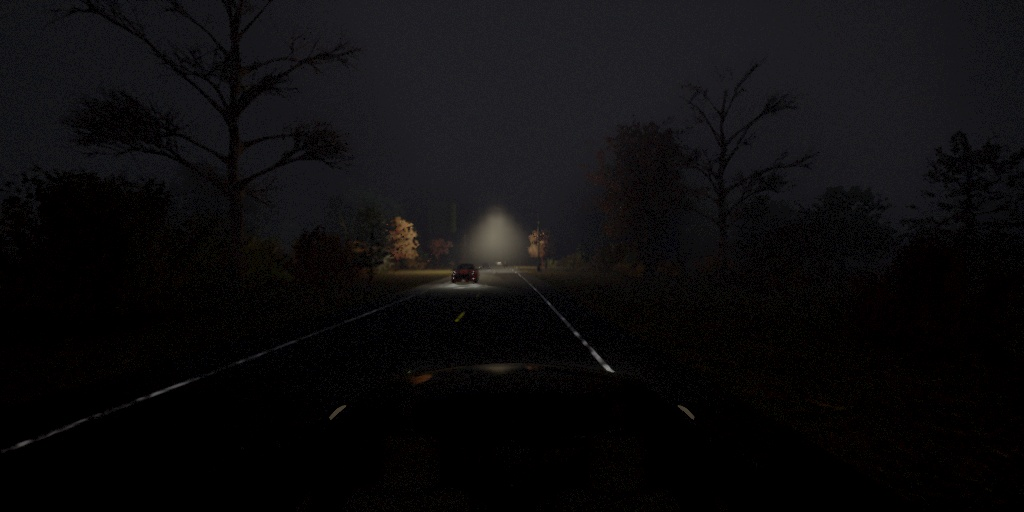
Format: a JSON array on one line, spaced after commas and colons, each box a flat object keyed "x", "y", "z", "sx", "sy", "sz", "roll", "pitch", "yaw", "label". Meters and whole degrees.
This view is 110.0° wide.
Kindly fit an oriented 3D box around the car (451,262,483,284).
[{"x": -3.924, "y": 1.403, "z": 30.824, "sx": 2.097, "sy": 1.767, "sz": 4.553, "roll": 0, "pitch": -1, "yaw": -1, "label": "car"}]
